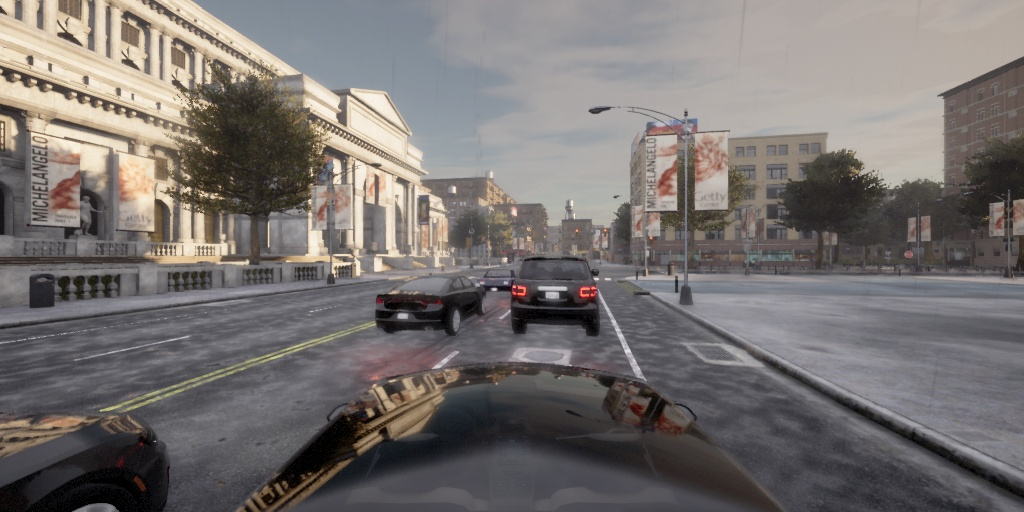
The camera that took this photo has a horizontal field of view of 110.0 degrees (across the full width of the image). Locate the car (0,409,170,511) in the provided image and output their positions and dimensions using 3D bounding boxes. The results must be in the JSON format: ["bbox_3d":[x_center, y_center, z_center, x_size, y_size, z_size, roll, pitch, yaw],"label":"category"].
[{"bbox_3d":[-3.221,1.255,0.426,1.837,1.490,4.892,0,0,-2],"label":"car"}]

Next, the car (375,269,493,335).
[{"bbox_3d":[-2.105,1.228,10.659,1.882,1.535,5.008,0,0,9],"label":"car"}]

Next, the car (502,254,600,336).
[{"bbox_3d":[1.382,0.971,10.644,2.150,2.045,5.566,0,0,10],"label":"car"}]

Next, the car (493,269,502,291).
[{"bbox_3d":[-0.443,1.351,19.780,1.895,1.301,4.718,0,0,11],"label":"car"}]
